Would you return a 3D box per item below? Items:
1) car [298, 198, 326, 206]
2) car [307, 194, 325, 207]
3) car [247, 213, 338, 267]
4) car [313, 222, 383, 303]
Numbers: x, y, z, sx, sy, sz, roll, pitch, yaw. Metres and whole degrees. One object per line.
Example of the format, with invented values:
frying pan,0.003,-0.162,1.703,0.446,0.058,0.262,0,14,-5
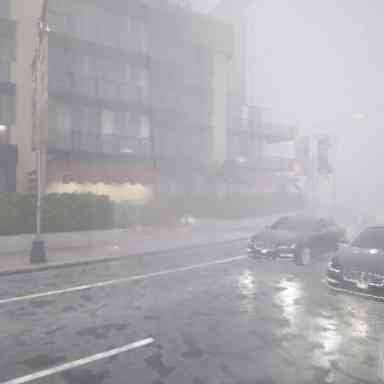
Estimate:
car,22.482,1.895,62.342,1.895,1.301,4.718,0,0,-37
car,19.711,1.483,57.331,2.150,2.045,5.566,0,0,-16
car,3.892,1.562,11.847,1.837,1.490,4.892,0,0,45
car,4.985,1.543,8.038,4.892,1.490,1.837,0,0,-44
